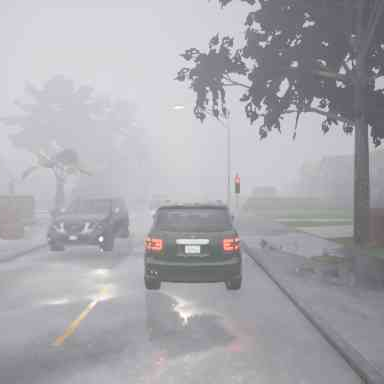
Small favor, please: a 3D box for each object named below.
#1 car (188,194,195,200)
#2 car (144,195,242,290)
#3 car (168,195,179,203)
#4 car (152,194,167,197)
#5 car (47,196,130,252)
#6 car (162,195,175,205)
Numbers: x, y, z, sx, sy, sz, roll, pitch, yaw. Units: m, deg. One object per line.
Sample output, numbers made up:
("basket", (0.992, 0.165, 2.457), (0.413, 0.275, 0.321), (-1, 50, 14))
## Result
("car", (-0.007, 1.356, 88.183), (1.812, 1.442, 4.674), (0, 0, 0))
("car", (0.036, 1.221, 9.228), (2.150, 2.045, 5.566), (0, 0, 0))
("car", (-4.006, 1.525, 73.430), (2.128, 1.511, 4.902), (0, 0, 0))
("car", (-4.104, 1.221, 42.381), (2.150, 2.045, 5.566), (0, 0, 0))
("car", (-4.101, 1.221, 14.224), (2.150, 2.045, 5.566), (0, 0, 0))
("car", (-4.083, 1.352, 58.468), (2.097, 1.767, 4.553), (0, 0, 0))
